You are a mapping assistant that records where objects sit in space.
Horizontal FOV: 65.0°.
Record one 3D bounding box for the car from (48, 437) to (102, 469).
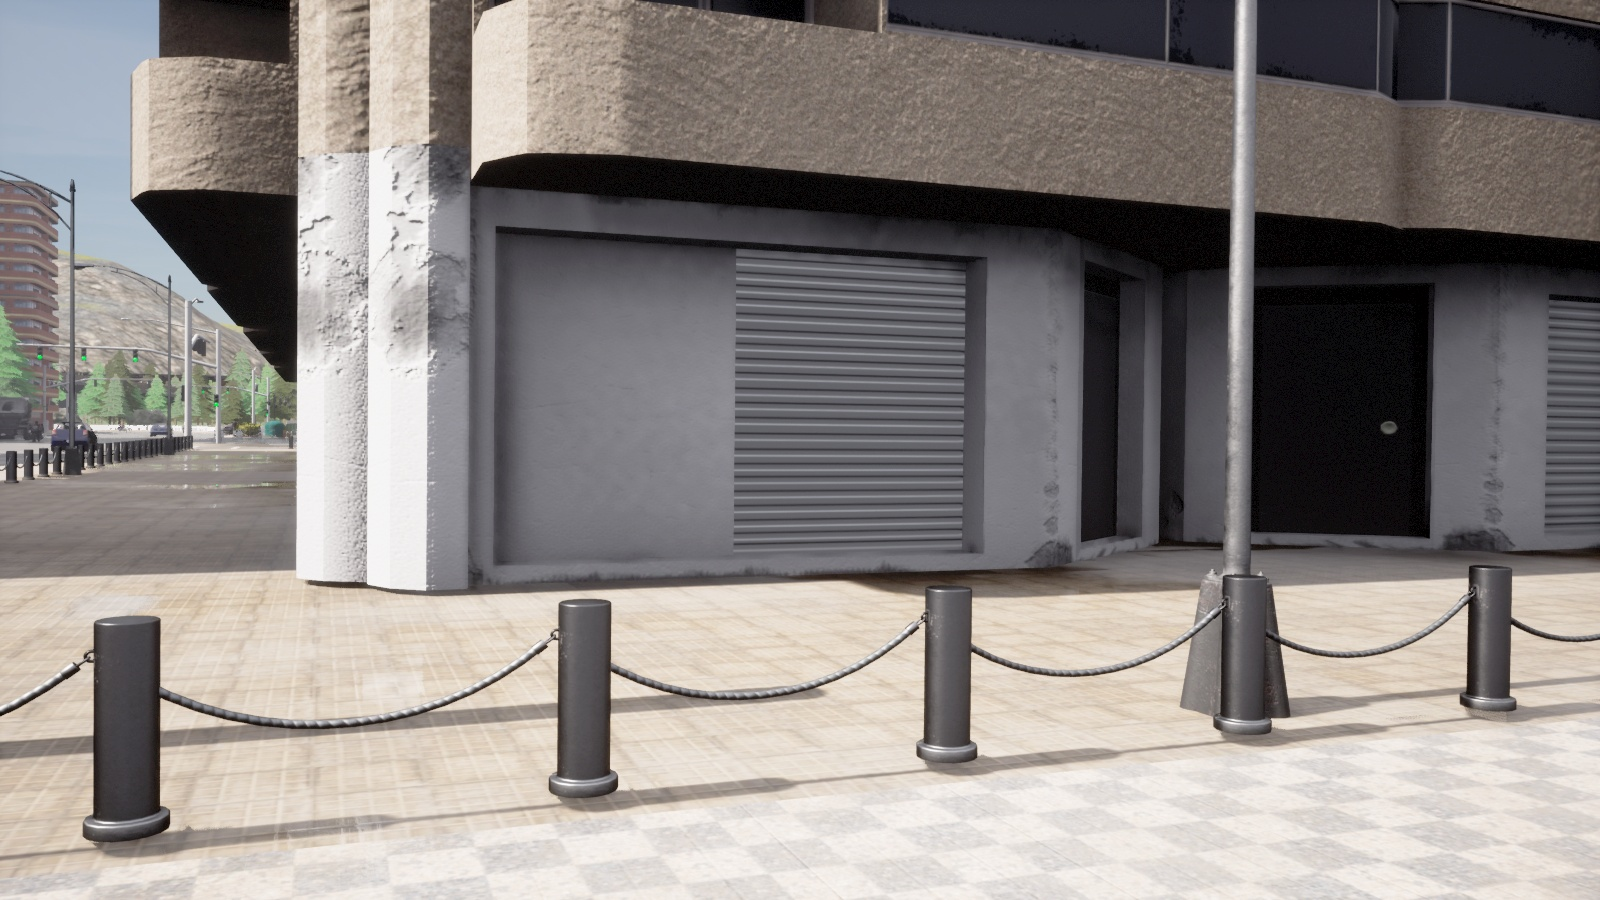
[{"bbox_3d":[-36.502,0.131,63.281,1.845,1.501,3.633,-1,1,-22],"label":"car"}]
